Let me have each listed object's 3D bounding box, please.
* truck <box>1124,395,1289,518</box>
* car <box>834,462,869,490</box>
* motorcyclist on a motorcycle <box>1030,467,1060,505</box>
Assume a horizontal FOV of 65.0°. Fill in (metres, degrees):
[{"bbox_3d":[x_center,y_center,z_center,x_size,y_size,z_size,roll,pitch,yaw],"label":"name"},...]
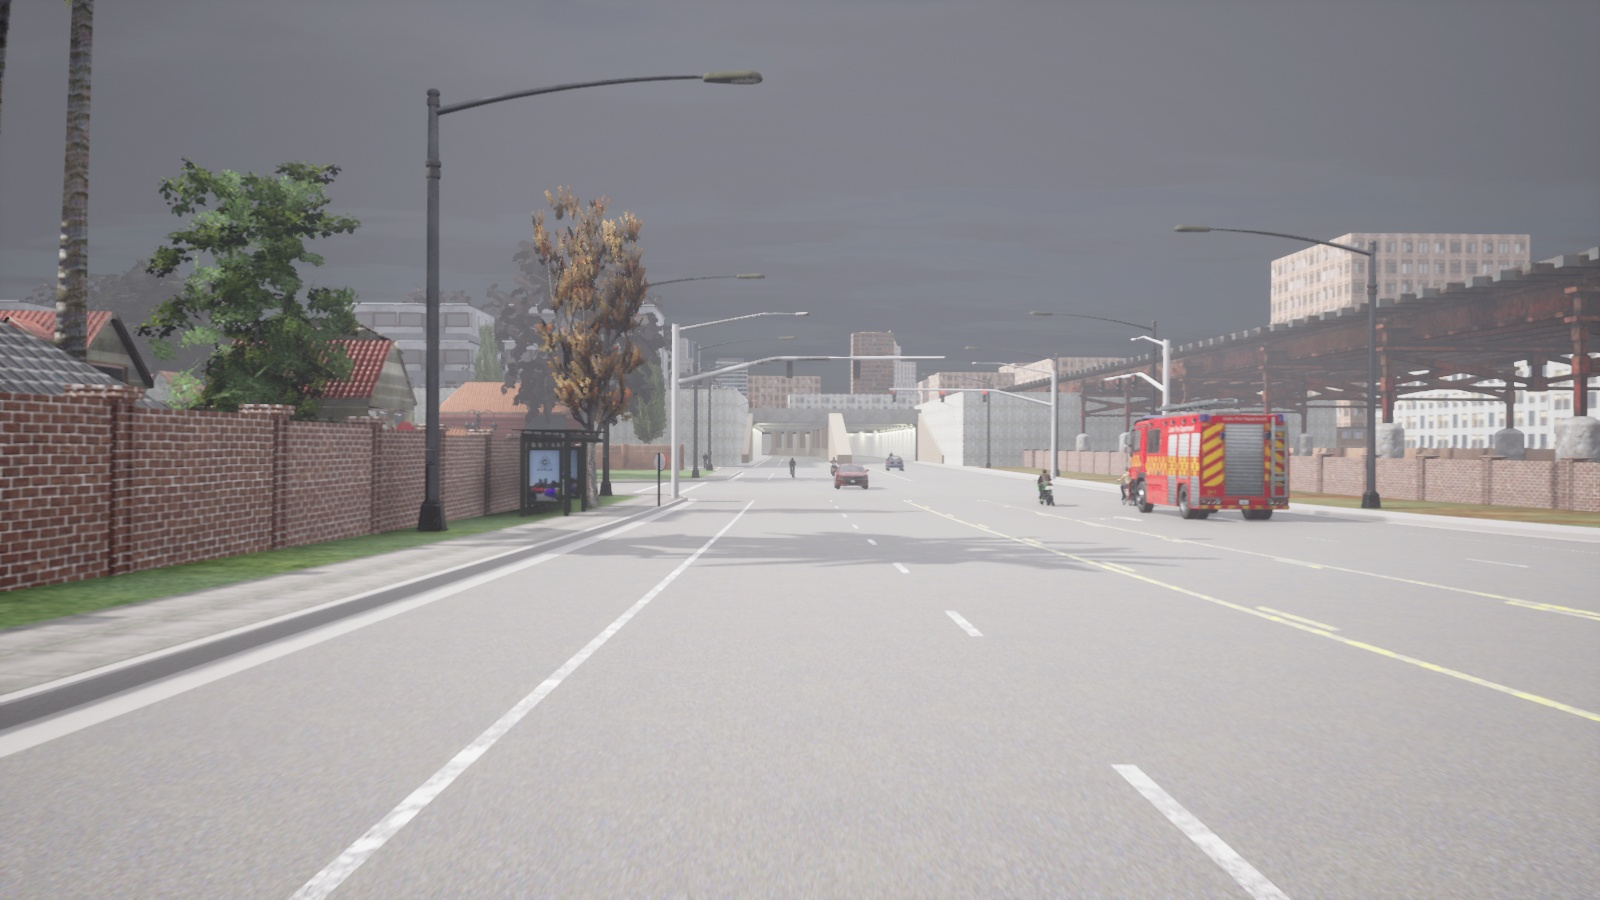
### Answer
[{"bbox_3d":[13.725,0.241,43.289,2.891,3.827,8.468,0,0,0],"label":"truck"},{"bbox_3d":[3.027,1.513,74.838,1.882,1.535,5.008,0,0,0],"label":"car"},{"bbox_3d":[10.173,1.471,52.210,0.797,1.523,2.044,0,0,0],"label":"motorcyclist on a motorcycle"}]
